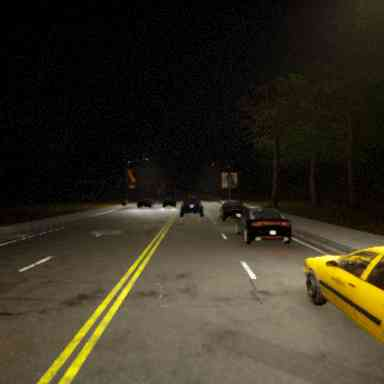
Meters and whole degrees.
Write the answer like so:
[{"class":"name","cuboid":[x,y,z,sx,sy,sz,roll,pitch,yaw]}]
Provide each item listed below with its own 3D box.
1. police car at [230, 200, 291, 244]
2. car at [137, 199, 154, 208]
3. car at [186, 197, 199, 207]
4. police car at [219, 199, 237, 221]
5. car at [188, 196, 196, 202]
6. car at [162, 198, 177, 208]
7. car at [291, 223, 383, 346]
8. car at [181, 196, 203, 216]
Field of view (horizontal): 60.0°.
[{"class":"police car","cuboid":[3.251,1.424,15.949,1.930,1.638,5.238,0,0,0]},{"class":"car","cuboid":[-6.511,1.599,46.596,1.895,1.301,4.718,0,0,0]},{"class":"car","cuboid":[0.101,1.543,53.982,2.033,1.411,5.357,0,0,0]},{"class":"police car","cuboid":[3.252,1.424,26.950,1.930,1.638,5.238,0,0,0]},{"class":"car","cuboid":[0.006,1.580,74.004,1.895,1.301,4.718,0,0,0]},{"class":"car","cuboid":[-3.246,1.600,48.436,1.895,1.301,4.718,0,0,0]},{"class":"car","cuboid":[3.250,1.455,5.026,1.801,1.575,5.366,0,0,0]},{"class":"car","cuboid":[-0.008,1.350,32.357,2.097,1.767,4.553,0,0,0]}]
